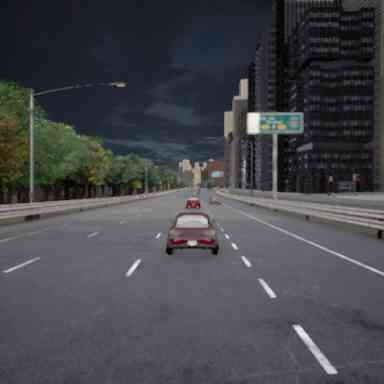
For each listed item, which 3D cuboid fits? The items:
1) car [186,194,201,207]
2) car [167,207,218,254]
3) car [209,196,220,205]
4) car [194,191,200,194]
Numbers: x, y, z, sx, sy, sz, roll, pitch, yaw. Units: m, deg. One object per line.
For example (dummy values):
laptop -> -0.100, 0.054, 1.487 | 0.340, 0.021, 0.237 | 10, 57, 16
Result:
car -> 0.221, 1.431, 46.013 | 1.882, 1.535, 5.008 | 0, 0, 1
car -> 0.019, 1.531, 13.431 | 1.812, 1.442, 4.674 | 0, 0, 0
car -> 3.956, 1.441, 58.425 | 2.033, 1.411, 5.357 | 0, 0, 1
car -> 0.710, 1.206, 82.358 | 1.837, 1.490, 4.892 | 0, 0, 1
